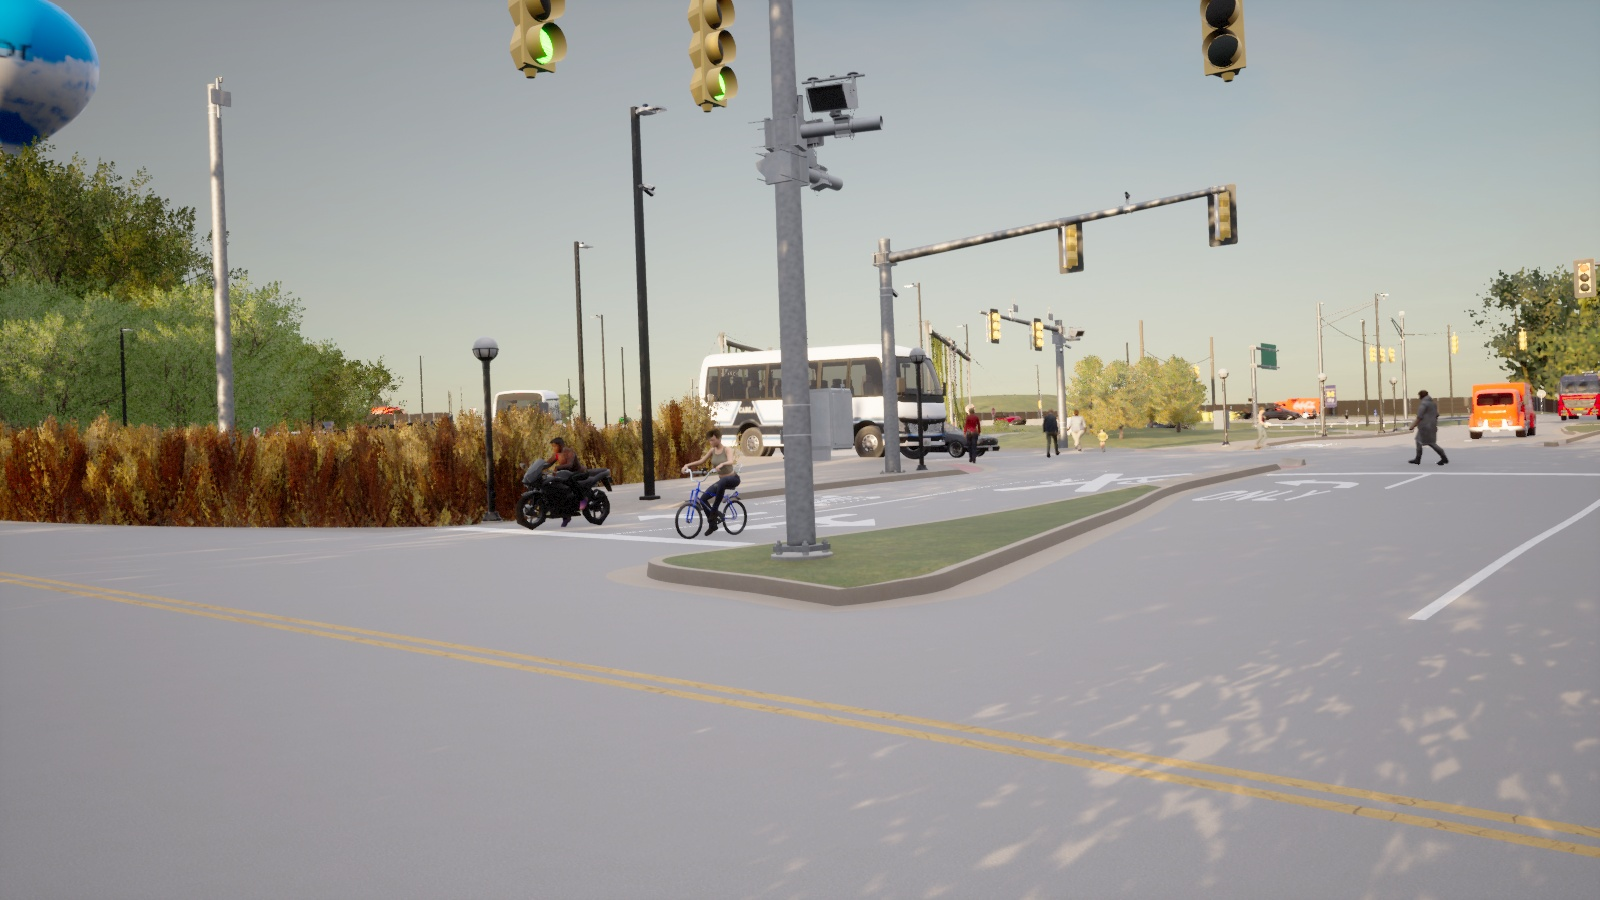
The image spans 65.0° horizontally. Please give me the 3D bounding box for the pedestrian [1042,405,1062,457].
[{"bbox_3d":[9.149,-0.698,45.590,0.402,1.842,0.726,-3,0,34],"label":"pedestrian"}]

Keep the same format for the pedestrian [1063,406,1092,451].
[{"bbox_3d":[11.740,-0.894,53.175,0.874,1.855,0.900,-3,0,31],"label":"pedestrian"}]

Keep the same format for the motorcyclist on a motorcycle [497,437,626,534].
[{"bbox_3d":[-3.958,0.559,20.983,0.797,1.523,2.044,-1,0,39],"label":"motorcyclist on a motorcycle"}]

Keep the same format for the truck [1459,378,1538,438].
[{"bbox_3d":[31.644,-1.925,56.785,2.627,2.467,5.204,-2,2,34],"label":"truck"}]

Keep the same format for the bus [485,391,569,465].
[{"bbox_3d":[-17.015,-1.564,79.204,3.944,4.253,10.273,-2,3,-6],"label":"bus"}]

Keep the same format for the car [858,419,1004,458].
[{"bbox_3d":[5.070,-0.435,49.106,5.357,1.411,2.033,0,1,37],"label":"car"}]

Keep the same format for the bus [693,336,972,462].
[{"bbox_3d":[1.028,-1.754,47.453,10.273,4.253,3.944,0,1,41],"label":"bus"}]

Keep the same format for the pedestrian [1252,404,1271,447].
[{"bbox_3d":[19.684,-1.044,53.563,0.594,1.836,0.345,-3,0,33],"label":"pedestrian"}]

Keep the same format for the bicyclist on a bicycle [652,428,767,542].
[{"bbox_3d":[-1.327,0.498,18.665,0.866,1.612,1.509,-1,0,41],"label":"bicyclist on a bicycle"}]

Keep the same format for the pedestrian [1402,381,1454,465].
[{"bbox_3d":[14.989,-0.639,29.971,0.873,1.952,0.659,-3,0,45],"label":"pedestrian"}]

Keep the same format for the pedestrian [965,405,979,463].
[{"bbox_3d":[5.497,-0.507,40.110,0.331,1.846,0.636,-2,0,7],"label":"pedestrian"}]
